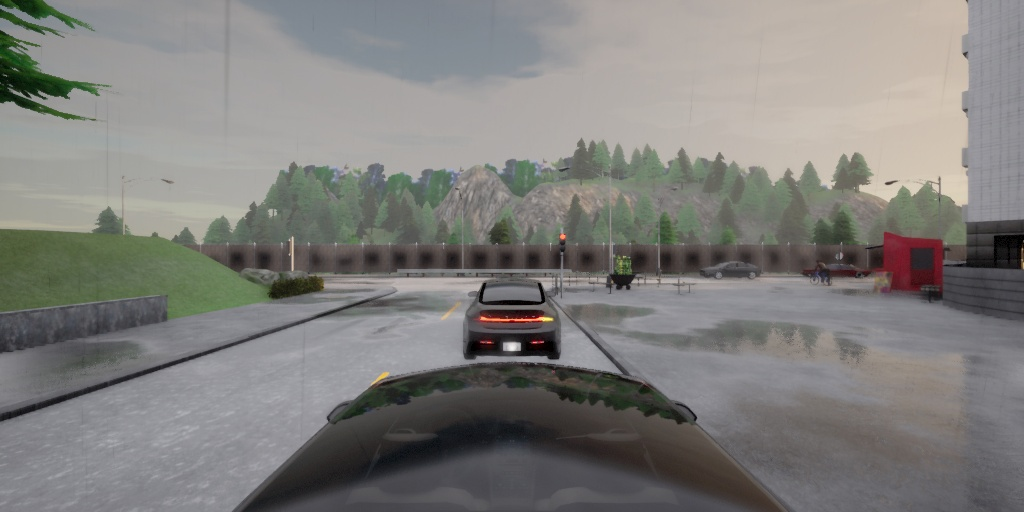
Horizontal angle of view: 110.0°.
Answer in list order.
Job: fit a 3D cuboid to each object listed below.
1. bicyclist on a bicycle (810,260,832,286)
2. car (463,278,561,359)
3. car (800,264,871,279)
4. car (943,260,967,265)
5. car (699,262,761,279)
[{"bbox_3d":[19.804,1.099,22.992,0.582,1.620,1.656,0,0,-1],"label":"bicyclist on a bicycle"},{"bbox_3d":[-0.001,1.255,8.357,1.837,1.490,4.892,0,0,0],"label":"car"},{"bbox_3d":[28.302,1.351,31.465,4.718,1.301,1.895,0,0,0],"label":"car"},{"bbox_3d":[38.725,1.102,31.541,4.553,1.767,2.097,0,0,0],"label":"car"},{"bbox_3d":[19.046,1.255,31.384,4.892,1.490,1.837,0,0,-1],"label":"car"}]
